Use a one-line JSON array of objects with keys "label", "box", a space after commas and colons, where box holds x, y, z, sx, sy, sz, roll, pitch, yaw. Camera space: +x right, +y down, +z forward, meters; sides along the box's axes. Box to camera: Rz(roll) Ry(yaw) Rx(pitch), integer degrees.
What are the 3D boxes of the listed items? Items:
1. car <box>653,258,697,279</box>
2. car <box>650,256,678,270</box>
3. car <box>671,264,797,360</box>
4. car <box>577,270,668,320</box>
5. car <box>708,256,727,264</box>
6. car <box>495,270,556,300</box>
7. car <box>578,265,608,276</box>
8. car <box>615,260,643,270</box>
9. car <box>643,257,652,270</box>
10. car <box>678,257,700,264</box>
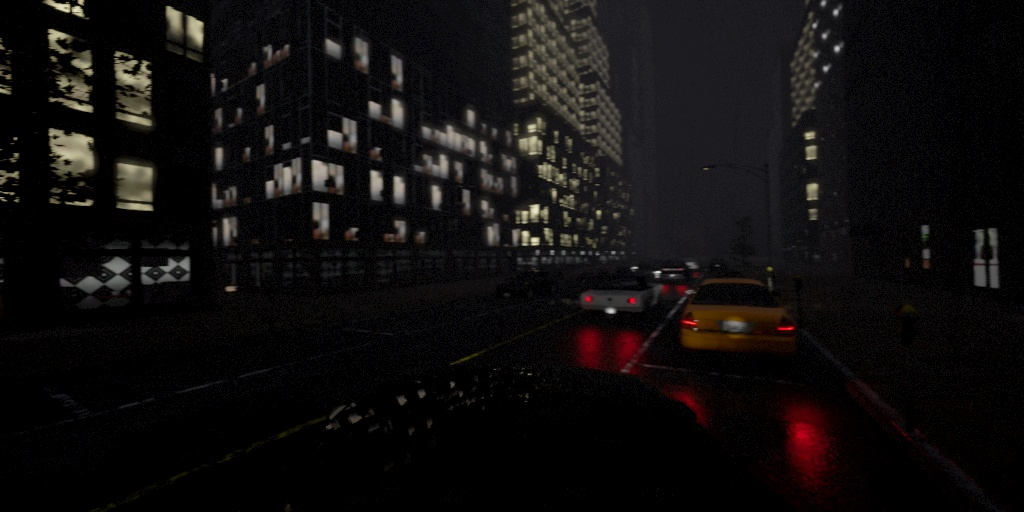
[{"label": "car", "box": [12.214, 1.113, 26.699, 2.128, 1.511, 4.902, -2, 0, 30]}, {"label": "car", "box": [19.089, 1.120, 44.752, 2.033, 1.411, 5.357, -2, 0, 31]}, {"label": "car", "box": [4.978, 1.128, 8.149, 1.801, 1.575, 5.366, -2, -1, 30]}, {"label": "car", "box": [4.055, 1.329, 12.627, 1.895, 1.301, 4.718, -2, 0, 30]}, {"label": "car", "box": [22.367, 1.014, 39.002, 1.948, 1.339, 4.313, 0, 0, 30]}, {"label": "car", "box": [0.847, 1.421, 18.599, 1.948, 1.339, 4.313, 0, 0, 30]}, {"label": "car", "box": [6.559, 1.362, 28.445, 1.802, 1.307, 4.207, 0, 0, 30]}, {"label": "car", "box": [12.271, 1.254, 38.294, 2.007, 1.370, 4.403, 0, 0, 30]}, {"label": "car", "box": [17.983, 1.170, 48.142, 1.888, 1.381, 4.507, 0, 0, 30]}, {"label": "car", "box": [20.694, 1.034, 41.515, 1.812, 1.442, 4.674, -2, 0, 30]}]
